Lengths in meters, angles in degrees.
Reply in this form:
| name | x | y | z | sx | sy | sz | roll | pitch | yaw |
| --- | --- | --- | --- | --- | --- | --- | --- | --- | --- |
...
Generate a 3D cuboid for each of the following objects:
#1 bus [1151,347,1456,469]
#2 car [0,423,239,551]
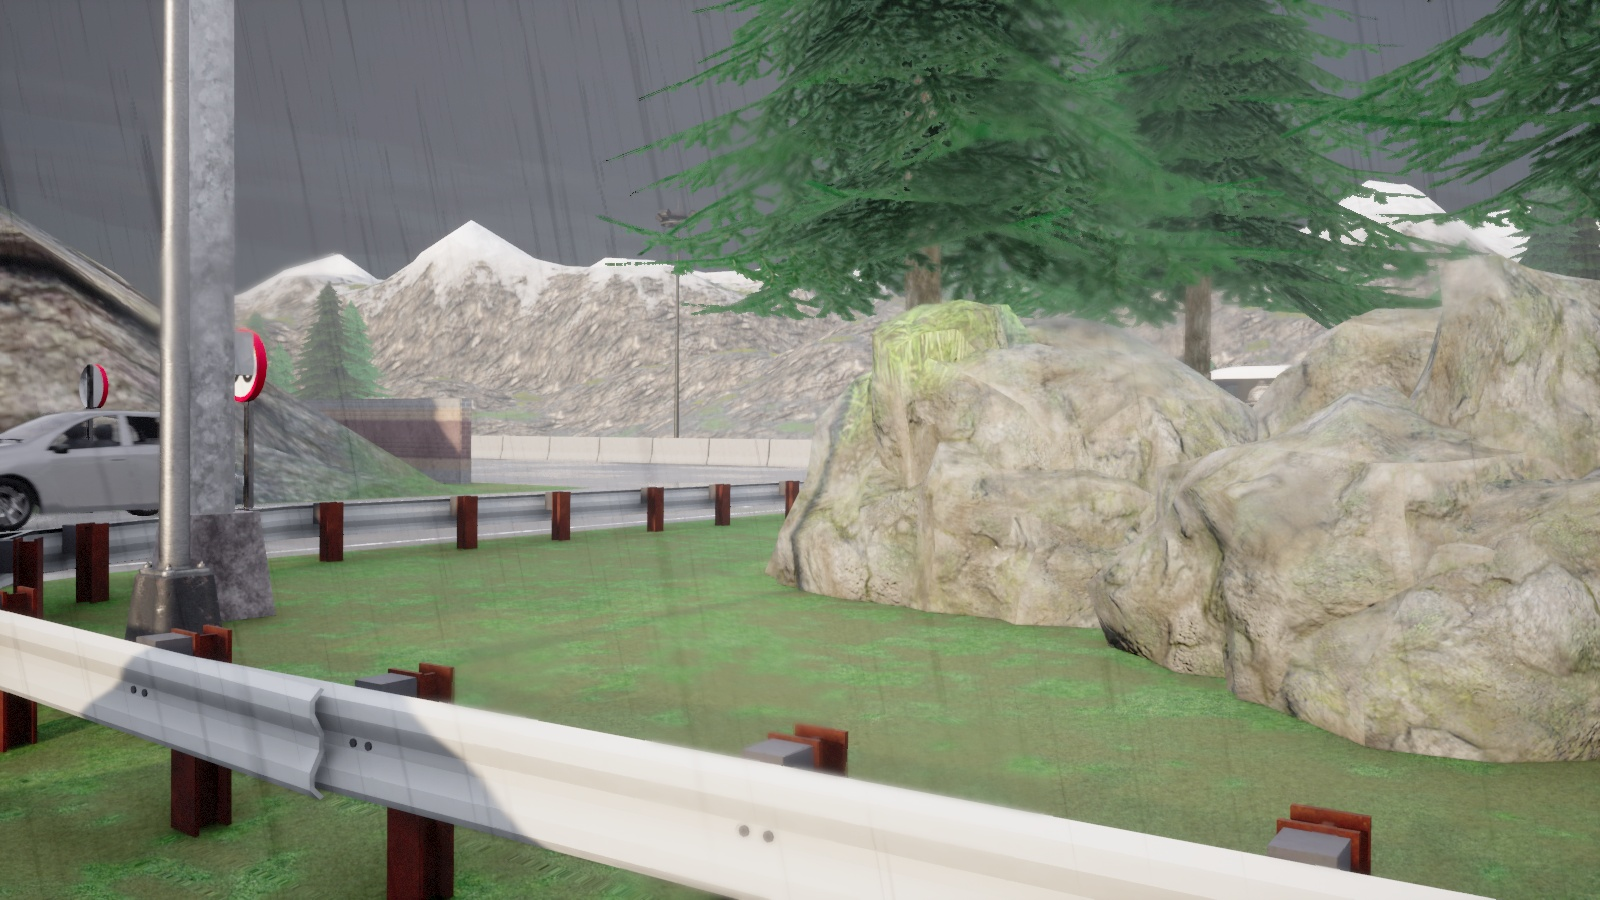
| name | x | y | z | sx | sy | sz | roll | pitch | yaw |
| --- | --- | --- | --- | --- | --- | --- | --- | --- | --- |
| bus | 19.169 | -1.471 | 48.147 | 10.273 | 4.253 | 3.944 | 0 | 0 | 33 |
| car | -9.526 | 0.417 | 16.342 | 1.845 | 1.501 | 3.633 | 0 | 1 | 33 |
